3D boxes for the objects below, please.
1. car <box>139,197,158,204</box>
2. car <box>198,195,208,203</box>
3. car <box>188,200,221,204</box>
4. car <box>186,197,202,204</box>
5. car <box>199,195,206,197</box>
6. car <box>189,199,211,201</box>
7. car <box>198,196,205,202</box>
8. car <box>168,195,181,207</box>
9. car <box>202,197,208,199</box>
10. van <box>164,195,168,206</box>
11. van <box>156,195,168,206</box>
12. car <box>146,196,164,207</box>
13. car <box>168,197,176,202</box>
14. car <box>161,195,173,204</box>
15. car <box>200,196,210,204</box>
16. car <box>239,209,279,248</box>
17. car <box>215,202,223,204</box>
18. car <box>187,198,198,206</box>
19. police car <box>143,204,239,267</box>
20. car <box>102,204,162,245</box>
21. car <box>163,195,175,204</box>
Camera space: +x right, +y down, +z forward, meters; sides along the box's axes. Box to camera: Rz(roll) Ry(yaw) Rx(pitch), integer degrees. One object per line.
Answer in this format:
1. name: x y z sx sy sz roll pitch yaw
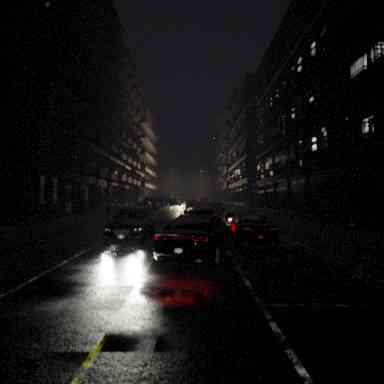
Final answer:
1. car: -5.261 1.628 36.830 1.752 1.417 4.829 2 0 0
2. car: 2.630 1.629 81.177 2.192 1.841 5.009 1 0 0
3. car: 0.845 1.529 21.477 1.882 1.535 5.008 0 0 0
4. car: 0.055 1.748 48.362 1.895 1.301 4.718 0 0 0
5. car: 2.639 1.740 59.053 1.887 1.381 4.507 1 0 0
6. car: 0.851 1.596 27.479 1.812 1.442 4.674 0 0 0
7. car: 2.636 1.823 92.240 1.967 1.590 4.097 1 0 0
8. car: -2.770 1.729 56.246 2.033 1.411 5.357 0 0 0
9. car: 2.623 1.674 42.461 2.008 1.369 4.403 1 0 0
10. van: -5.241 1.510 53.590 1.690 1.788 3.998 2 0 0
11. van: -5.237 1.537 59.122 1.690 1.788 3.998 1 0 0
12. car: -5.250 1.439 42.532 2.192 1.841 5.009 2 0 0
13. car: -5.217 1.914 86.774 1.947 1.339 4.313 1 0 0
14. car: -5.226 1.568 70.183 2.192 1.841 5.009 1 0 0
15. car: 2.659 1.693 70.115 1.967 1.590 4.097 1 0 0
16. car: 2.598 1.577 14.807 1.887 1.381 4.507 1 0 0
17. car: 2.604 1.573 20.509 1.752 1.417 4.829 1 0 0
18. car: 0.058 1.775 62.196 1.994 1.385 4.181 0 0 0
19. police car: 0.287 1.450 11.858 1.930 1.638 5.238 0 0 15
20. car: -2.834 1.526 15.707 2.128 1.511 4.902 0 0 0
21. car: -5.221 1.598 75.713 2.192 1.841 5.009 1 0 0
